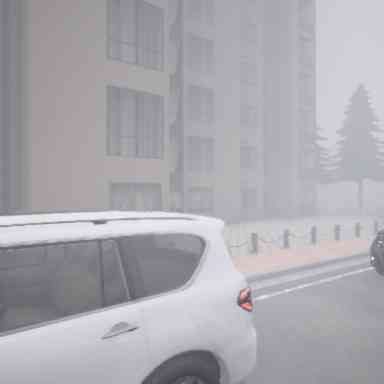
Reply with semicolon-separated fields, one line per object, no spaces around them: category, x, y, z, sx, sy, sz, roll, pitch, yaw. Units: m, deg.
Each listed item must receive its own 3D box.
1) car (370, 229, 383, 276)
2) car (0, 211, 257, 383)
car;7.177;1.221;9.158;5.566;2.045;2.150;0;0;-36
car;-1.937;1.230;2.604;5.566;2.045;2.150;0;0;-36
